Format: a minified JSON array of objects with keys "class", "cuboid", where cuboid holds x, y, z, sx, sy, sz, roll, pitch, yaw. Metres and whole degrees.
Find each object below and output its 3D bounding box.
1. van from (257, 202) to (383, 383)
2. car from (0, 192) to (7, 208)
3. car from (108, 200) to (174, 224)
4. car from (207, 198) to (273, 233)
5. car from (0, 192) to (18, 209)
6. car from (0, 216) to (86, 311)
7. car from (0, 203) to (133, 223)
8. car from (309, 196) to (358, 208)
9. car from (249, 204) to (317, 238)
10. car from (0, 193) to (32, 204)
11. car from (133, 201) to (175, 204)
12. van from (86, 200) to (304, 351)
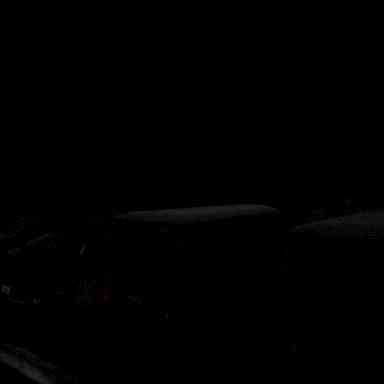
[{"class":"van","cuboid":[2.756,1.268,4.737,1.878,1.987,4.442,0,0,35]},{"class":"car","cuboid":[-26.479,1.037,41.403,2.435,2.045,5.566,0,0,35]},{"class":"car","cuboid":[-3.737,1.418,25.270,2.231,1.521,4.892,0,0,35]},{"class":"car","cuboid":[3.064,1.329,20.463,2.185,1.767,4.553,0,0,35]},{"class":"car","cuboid":[-24.310,1.049,39.861,2.435,2.045,5.566,0,0,35]},{"class":"car","cuboid":[-1.885,1.469,7.887,2.231,1.521,4.892,0,0,35]},{"class":"car","cuboid":[-4.147,1.330,9.542,2.185,1.767,4.553,0,0,35]},{"class":"car","cuboid":[7.587,1.229,17.243,2.435,2.045,5.566,0,0,35]},{"class":"car","cuboid":[5.291,1.497,18.805,2.163,1.488,4.792,0,0,35]},{"class":"car","cuboid":[-8.750,1.178,12.742,2.435,2.045,5.566,0,0,35]},{"class":"car","cuboid":[-1.585,1.426,23.505,1.946,1.575,5.366,0,0,35]},{"class":"van","cuboid":[0.471,1.255,6.361,1.878,1.987,4.442,0,0,35]}]
